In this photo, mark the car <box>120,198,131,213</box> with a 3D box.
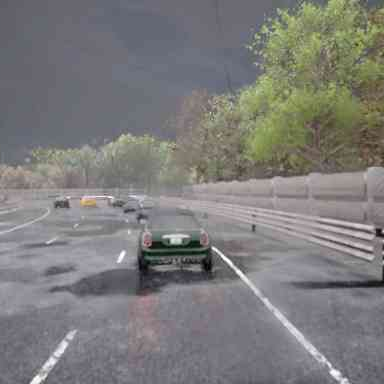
[{"bbox_3d":[-6.507,1.568,36.562,1.994,1.385,4.181,0,0,-15],"label":"car"}]

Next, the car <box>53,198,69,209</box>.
[{"bbox_3d":[-18.598,1.522,47.246,1.882,1.535,5.008,0,0,-26],"label":"car"}]

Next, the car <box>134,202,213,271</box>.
[{"bbox_3d":[-0.667,1.340,11.138,2.097,1.767,4.553,0,0,-6],"label":"car"}]

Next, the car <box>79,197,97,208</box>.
[{"bbox_3d":[-15.006,1.508,47.873,1.882,1.535,5.008,0,0,-26],"label":"car"}]

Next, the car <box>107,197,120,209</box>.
[{"bbox_3d":[-10.670,1.522,46.967,1.837,1.490,4.892,0,1,-25],"label":"car"}]

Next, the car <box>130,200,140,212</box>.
[{"bbox_3d":[-3.363,1.488,25.810,2.128,1.511,4.902,0,0,-13],"label":"car"}]
